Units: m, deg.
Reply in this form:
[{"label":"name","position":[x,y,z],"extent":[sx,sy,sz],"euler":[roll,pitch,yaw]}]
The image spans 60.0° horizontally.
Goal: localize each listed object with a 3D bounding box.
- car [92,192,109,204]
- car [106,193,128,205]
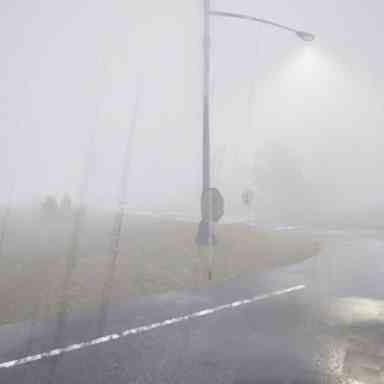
[{"label":"car","position":[-16.448,1.085,60.859],"extent":[2.150,2.045,5.566],"euler":[0,0,-34]},{"label":"car","position":[-11.973,1.384,54.244],"extent":[1.837,1.490,4.892],"euler":[0,0,-33]}]
